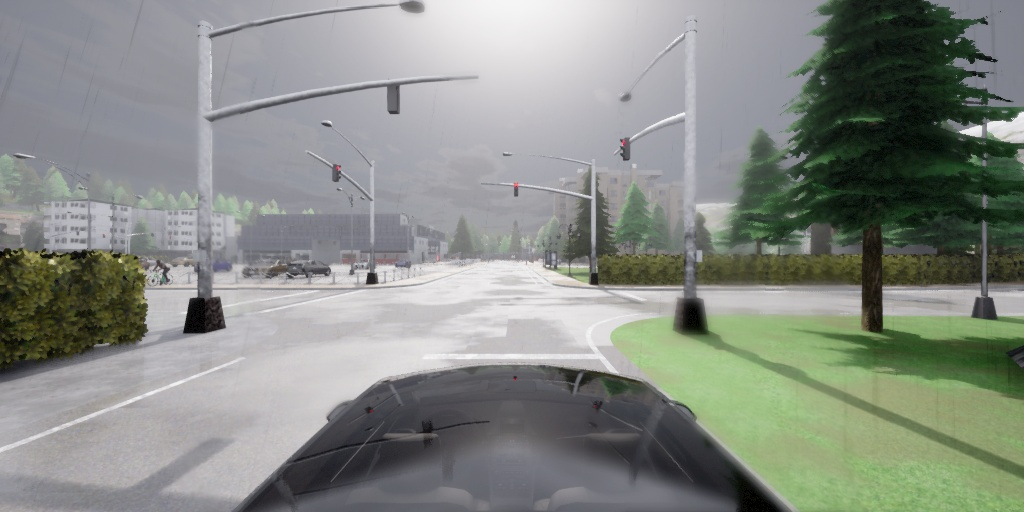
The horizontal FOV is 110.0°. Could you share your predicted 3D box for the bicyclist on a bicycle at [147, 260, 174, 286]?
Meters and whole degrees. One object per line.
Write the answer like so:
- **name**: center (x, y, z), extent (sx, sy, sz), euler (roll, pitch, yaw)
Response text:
- **bicyclist on a bicycle**: center (-21.761, 1.051, 22.213), extent (0.582, 1.620, 1.656), euler (0, 0, 1)
